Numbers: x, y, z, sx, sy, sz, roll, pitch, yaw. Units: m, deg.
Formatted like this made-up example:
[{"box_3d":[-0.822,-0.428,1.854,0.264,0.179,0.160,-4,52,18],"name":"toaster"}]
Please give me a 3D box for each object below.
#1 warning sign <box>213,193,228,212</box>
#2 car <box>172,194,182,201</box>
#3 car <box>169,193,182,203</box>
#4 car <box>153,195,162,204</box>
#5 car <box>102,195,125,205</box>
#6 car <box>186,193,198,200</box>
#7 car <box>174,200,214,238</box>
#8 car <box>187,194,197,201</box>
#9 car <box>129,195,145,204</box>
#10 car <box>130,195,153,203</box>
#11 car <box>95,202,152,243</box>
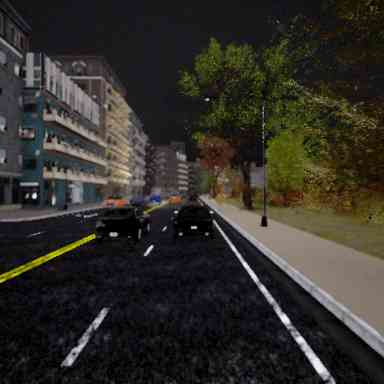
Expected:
[{"box_3d":[2.839,1.012,33.216,1.300,1.860,1.060,-1,0,0],"name":"warning sign"},{"box_3d":[-3.257,1.225,73.282,2.128,1.511,4.902,0,0,0],"name":"car"},{"box_3d":[-3.255,1.160,63.246,2.097,1.767,4.553,0,0,0],"name":"car"},{"box_3d":[-6.547,1.295,59.722,1.882,1.535,5.008,0,0,1],"name":"car"},{"box_3d":[-9.842,1.221,42.190,2.097,1.767,4.553,0,0,0],"name":"car"},{"box_3d":[-0.006,1.314,62.860,1.837,1.490,4.892,0,0,0],"name":"car"},{"box_3d":[0.093,1.423,17.258,1.882,1.535,5.008,0,0,0],"name":"car"},{"box_3d":[-0.007,1.253,73.282,1.994,1.385,4.181,0,0,0],"name":"car"},{"box_3d":[-9.790,1.365,59.784,2.033,1.411,5.357,0,0,1],"name":"car"},{"box_3d":[-6.594,1.417,41.945,2.033,1.411,5.357,0,0,0],"name":"car"},{"box_3d":[-3.158,1.455,15.808,1.837,1.490,4.892,0,0,0],"name":"car"}]
